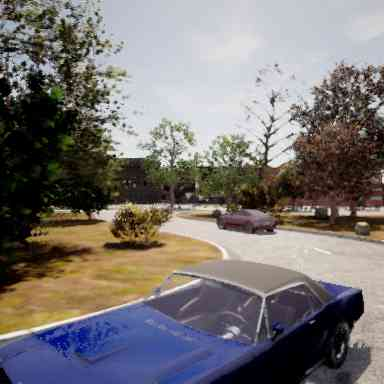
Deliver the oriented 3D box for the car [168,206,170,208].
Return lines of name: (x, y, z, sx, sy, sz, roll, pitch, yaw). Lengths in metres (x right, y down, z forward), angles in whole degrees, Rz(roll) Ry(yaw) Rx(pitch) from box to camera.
car: (-3.339, 1.927, 34.843, 1.895, 1.301, 4.718, 1, -1, -15)

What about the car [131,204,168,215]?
car: (-4.076, 1.753, 27.022, 2.033, 1.411, 5.357, 1, -1, -26)

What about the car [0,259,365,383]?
car: (0.335, 1.620, 3.957, 1.895, 1.301, 4.718, 0, 0, 44)

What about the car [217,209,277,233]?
car: (3.488, 1.827, 21.741, 1.994, 1.385, 4.181, 2, -1, -33)
